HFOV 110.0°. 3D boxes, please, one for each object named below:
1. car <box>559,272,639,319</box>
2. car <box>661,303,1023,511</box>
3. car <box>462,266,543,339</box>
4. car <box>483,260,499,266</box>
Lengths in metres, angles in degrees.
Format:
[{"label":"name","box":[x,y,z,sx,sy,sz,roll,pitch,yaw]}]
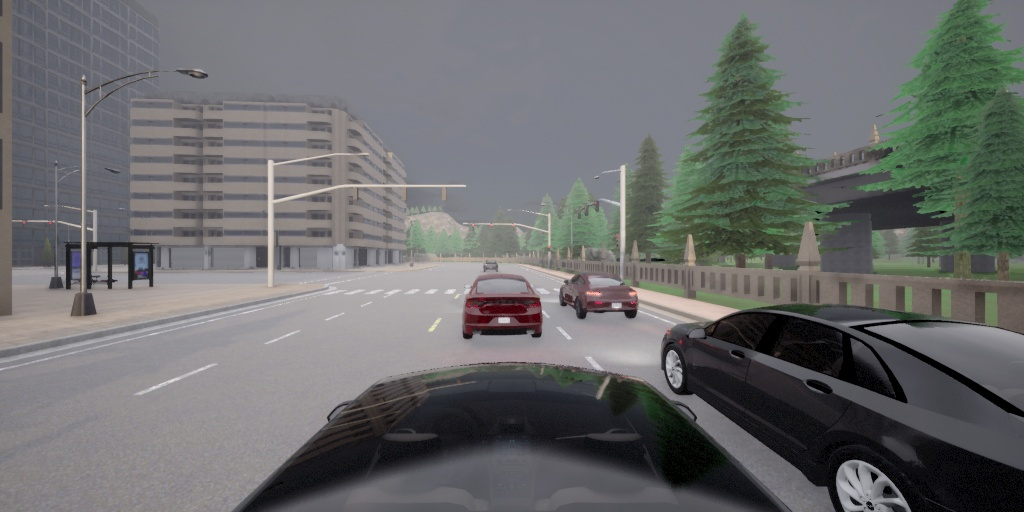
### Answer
[{"label":"car","box":[2.922,1.276,12.736,1.812,1.442,4.674,0,0,-3]},{"label":"car","box":[3.258,1.255,3.746,1.837,1.490,4.892,0,0,0]},{"label":"car","box":[-0.340,1.228,10.161,1.882,1.535,5.008,0,0,-4]},{"label":"car","box":[-2.717,1.242,45.915,2.128,1.511,4.902,0,0,-4]}]
